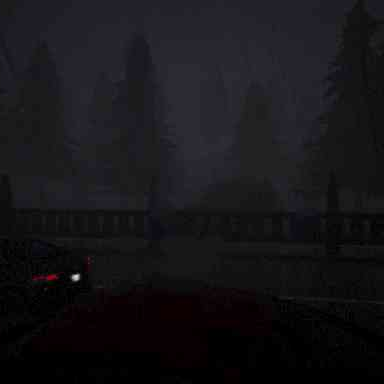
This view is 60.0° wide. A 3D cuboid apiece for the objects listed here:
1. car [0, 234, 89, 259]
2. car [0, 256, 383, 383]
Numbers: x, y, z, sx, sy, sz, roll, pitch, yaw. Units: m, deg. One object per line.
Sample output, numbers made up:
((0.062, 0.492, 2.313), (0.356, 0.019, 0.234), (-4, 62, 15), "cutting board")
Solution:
((-4.108, 1.553, 6.517), (4.181, 1.385, 1.994), (0, 0, 10), "car")
((-0.444, 1.474, 2.300), (5.008, 1.535, 1.882), (0, 0, 11), "car")
